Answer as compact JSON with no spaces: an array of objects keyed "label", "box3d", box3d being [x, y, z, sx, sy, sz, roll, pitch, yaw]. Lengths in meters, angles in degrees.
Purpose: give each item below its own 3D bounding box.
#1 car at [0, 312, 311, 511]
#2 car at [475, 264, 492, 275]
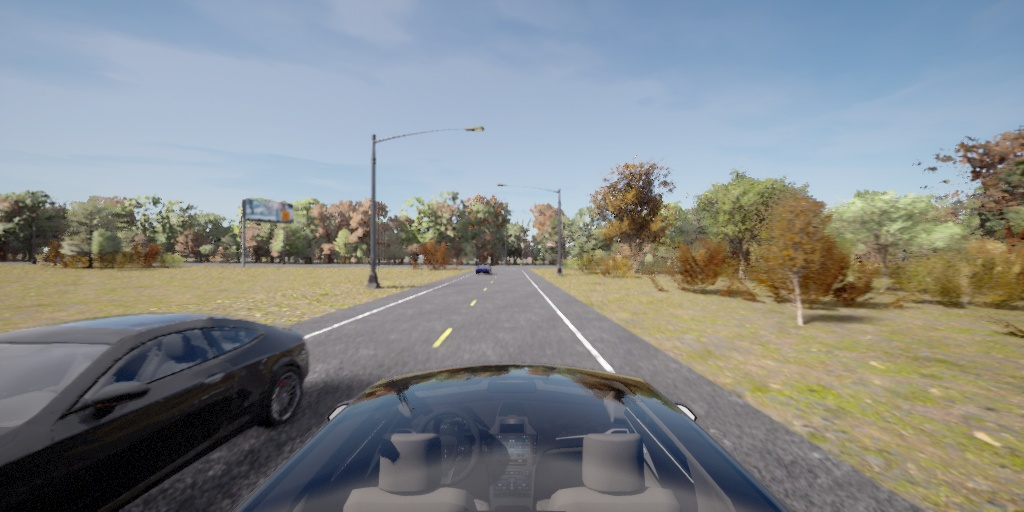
[{"label":"car","box3d":[-3.601,1.288,3.022,1.812,1.442,4.674,0,-1,0]},{"label":"car","box3d":[-3.578,1.721,45.248,1.895,1.301,4.718,0,0,0]}]
